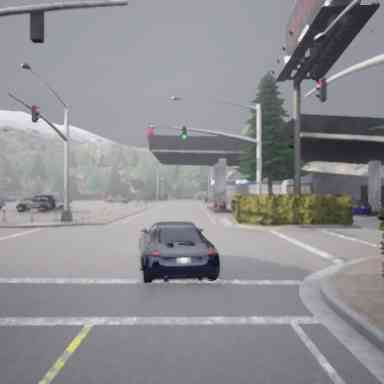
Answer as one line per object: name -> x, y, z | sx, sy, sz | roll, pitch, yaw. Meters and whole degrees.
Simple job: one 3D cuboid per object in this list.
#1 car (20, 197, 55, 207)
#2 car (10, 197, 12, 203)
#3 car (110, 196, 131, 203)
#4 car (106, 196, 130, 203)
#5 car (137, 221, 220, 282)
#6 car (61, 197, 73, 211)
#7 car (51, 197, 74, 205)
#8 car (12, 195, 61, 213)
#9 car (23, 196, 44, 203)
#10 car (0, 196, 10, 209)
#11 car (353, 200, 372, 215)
car -> -24.010, 1.529, 51.783 | 4.514, 1.523, 2.007 | 0, 0, 0
car -> -42.521, 1.716, 76.644 | 3.633, 1.501, 1.845 | 0, 0, 0
car -> -16.488, 1.682, 76.801 | 4.514, 1.523, 2.007 | 0, 0, 0
car -> -16.418, 1.659, 73.664 | 5.027, 1.636, 2.152 | 0, 0, 0
car -> -0.549, 1.553, 9.849 | 1.994, 1.385, 4.181 | 1, 1, -10
car -> -16.172, 1.537, 39.408 | 3.806, 1.475, 1.970 | 0, 0, 0
car -> -24.025, 1.595, 61.775 | 3.633, 1.501, 1.845 | 0, 0, 0
car -> -16.765, 1.238, 36.081 | 3.866, 1.878, 1.905 | 0, 0, 0
car -> -35.084, 1.713, 73.706 | 3.806, 1.475, 1.970 | 0, 0, 0
car -> -24.651, 1.273, 39.323 | 4.605, 1.855, 1.932 | 0, 0, 0
car -> 17.238, 1.639, 35.725 | 2.242, 1.667, 4.611 | 0, 0, 0
